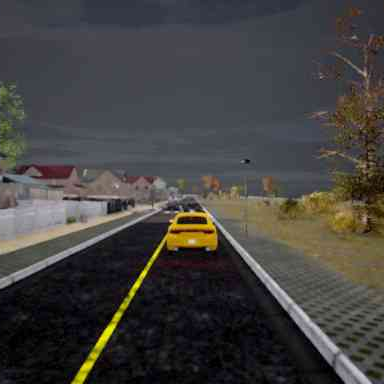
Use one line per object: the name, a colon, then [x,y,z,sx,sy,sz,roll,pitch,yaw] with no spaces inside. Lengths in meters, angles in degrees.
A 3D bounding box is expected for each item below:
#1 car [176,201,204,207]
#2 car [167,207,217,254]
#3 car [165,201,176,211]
car: [0.006,1.628,28.426,2.097,1.767,4.553,0,-1,0]
car: [0.018,1.617,14.251,1.882,1.535,5.008,0,0,0]
car: [-2.777,2.020,48.545,2.033,1.411,5.357,0,-1,0]
